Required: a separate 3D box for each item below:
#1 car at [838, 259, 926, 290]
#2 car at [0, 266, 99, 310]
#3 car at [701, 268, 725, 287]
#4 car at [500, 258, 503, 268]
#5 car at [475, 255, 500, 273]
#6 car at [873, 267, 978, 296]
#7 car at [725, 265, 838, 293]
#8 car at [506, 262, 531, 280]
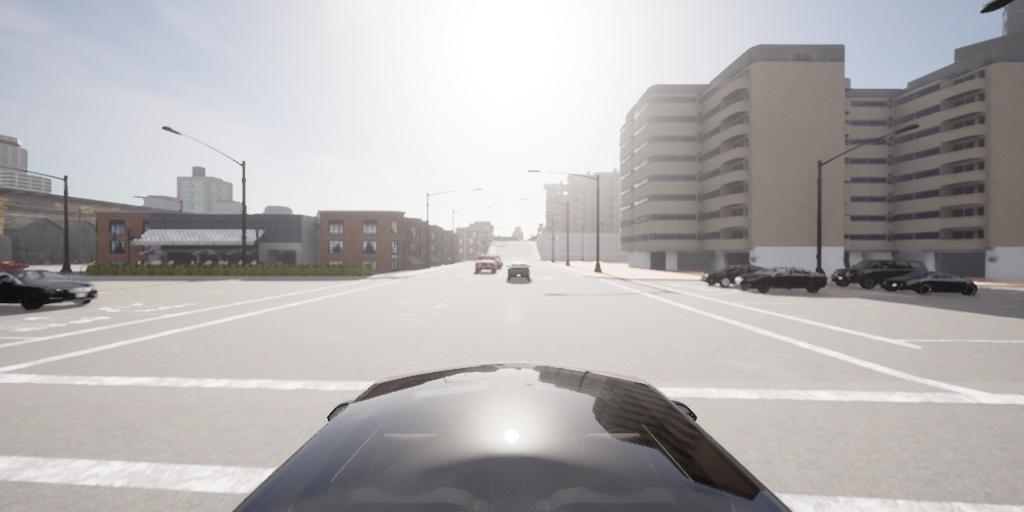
[{"bbox_3d":[25.691,1.252,25.059,5.566,2.045,2.150,1,0,-1],"label":"car"},{"bbox_3d":[-19.839,1.316,14.586,4.902,1.511,2.128,0,0,2],"label":"car"},{"bbox_3d":[15.824,1.376,24.986,4.892,1.490,1.837,1,0,0],"label":"car"},{"bbox_3d":[-2.724,0.808,51.379,2.150,2.045,5.566,0,0,2],"label":"car"},{"bbox_3d":[-2.945,0.874,41.155,2.150,2.045,5.566,0,0,1],"label":"car"},{"bbox_3d":[24.965,1.601,21.550,4.181,1.385,1.994,1,0,0],"label":"car"},{"bbox_3d":[15.986,1.388,21.486,4.902,1.511,2.128,1,0,-1],"label":"car"},{"bbox_3d":[0.571,1.239,30.840,1.837,1.490,4.892,0,1,1],"label":"car"}]
